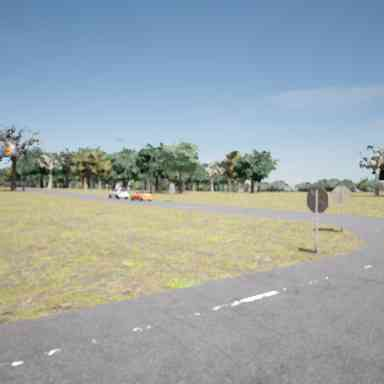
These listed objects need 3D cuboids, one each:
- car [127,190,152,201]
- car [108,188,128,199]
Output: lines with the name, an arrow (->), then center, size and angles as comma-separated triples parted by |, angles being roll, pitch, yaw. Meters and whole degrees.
car -> -8.372, 0.585, 54.894 | 2.097, 1.767, 4.553 | 1, 0, -36
car -> -13.746, 0.275, 62.391 | 2.150, 2.045, 5.566 | 1, 0, -36
